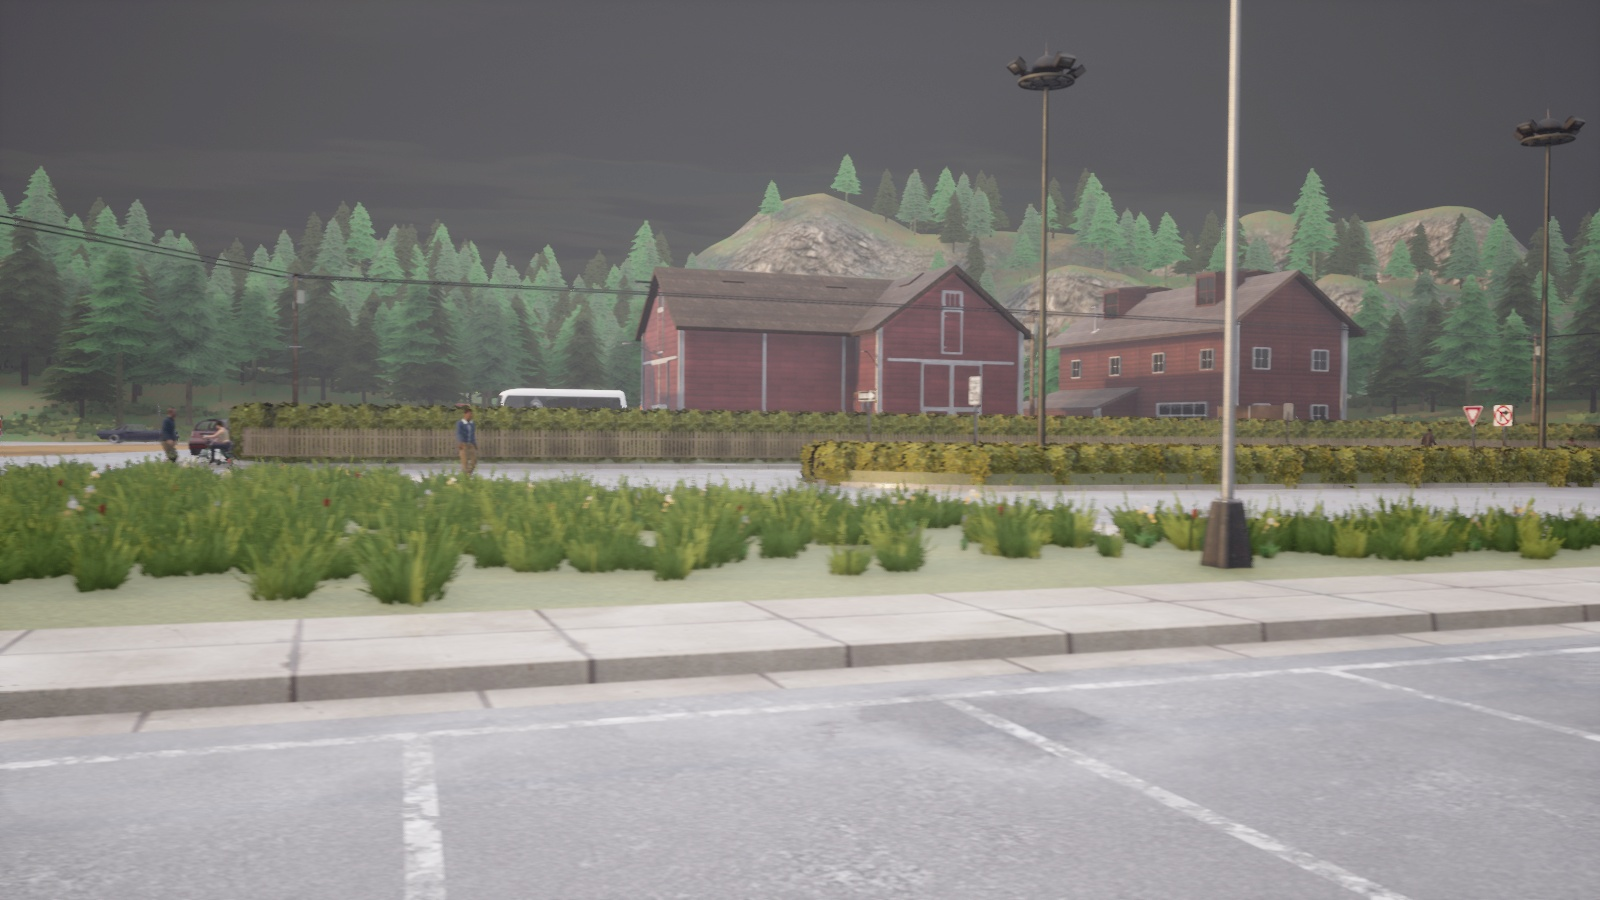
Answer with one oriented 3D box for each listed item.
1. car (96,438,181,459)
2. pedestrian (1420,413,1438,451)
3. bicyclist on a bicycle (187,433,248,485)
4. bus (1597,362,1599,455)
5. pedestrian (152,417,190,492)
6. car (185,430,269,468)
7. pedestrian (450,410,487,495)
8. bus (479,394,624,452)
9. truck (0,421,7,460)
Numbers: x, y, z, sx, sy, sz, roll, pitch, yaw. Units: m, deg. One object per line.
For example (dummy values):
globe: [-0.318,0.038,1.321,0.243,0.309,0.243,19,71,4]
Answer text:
car: [-43.403,-0.115,82.535,4.718,1.301,1.895,-1,1,-20]
pedestrian: [30.748,-0.879,61.419,0.703,1.840,0.431,-1,1,-21]
bicyclist on a bicycle: [-18.482,0.284,39.891,1.509,1.612,0.866,-1,1,2]
bus: [42.035,-1.972,57.689,10.273,4.253,3.944,-1,1,-22]
pedestrian: [-15.581,0.115,31.129,0.726,1.842,0.402,-1,1,-9]
car: [-25.580,-0.091,56.238,1.851,1.617,3.988,-1,1,1]
pedestrian: [-7.728,0.060,29.286,0.788,1.949,0.423,0,1,39]
bus: [-18.809,-2.062,95.039,10.273,4.253,3.944,-1,1,-20]
truck: [-53.232,-0.539,79.007,5.204,2.467,2.627,-1,1,-20]
